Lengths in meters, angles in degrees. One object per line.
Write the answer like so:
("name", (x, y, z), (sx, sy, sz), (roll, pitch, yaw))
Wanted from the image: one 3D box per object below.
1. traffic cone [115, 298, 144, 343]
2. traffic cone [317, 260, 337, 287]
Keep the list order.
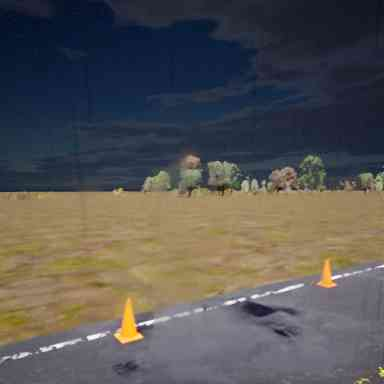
("traffic cone", (-0.970, 1.940, 5.132), (0.340, 0.580, 0.340), (0, 0, -35))
("traffic cone", (3.235, 1.926, 7.958), (0.340, 0.580, 0.340), (0, 0, -33))
